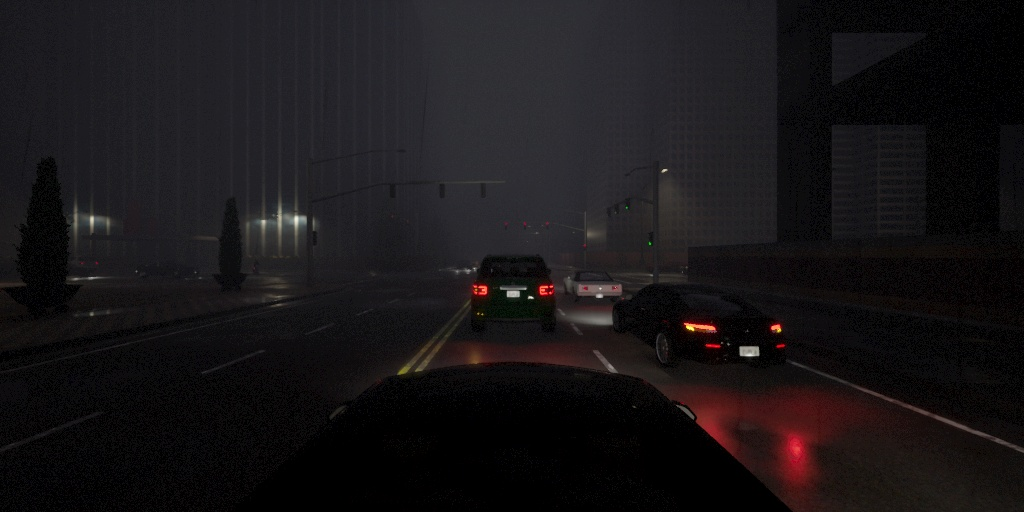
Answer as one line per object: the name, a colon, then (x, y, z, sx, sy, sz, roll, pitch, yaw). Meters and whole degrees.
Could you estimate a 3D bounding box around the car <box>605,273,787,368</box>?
car: (3.589, 1.276, 7.725, 1.812, 1.442, 4.674, 0, 0, 0)

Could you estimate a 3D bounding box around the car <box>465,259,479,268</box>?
car: (-7.028, 1.227, 63.020, 1.882, 1.535, 5.008, 0, 0, 0)

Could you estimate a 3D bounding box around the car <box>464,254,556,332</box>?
car: (0.057, 0.971, 10.968, 2.150, 2.045, 5.566, 0, 0, 1)

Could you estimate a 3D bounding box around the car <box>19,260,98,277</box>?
car: (-41.555, 1.314, 32.939, 4.181, 1.385, 1.994, 0, 0, 0)

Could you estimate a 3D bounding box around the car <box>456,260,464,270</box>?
car: (-7.062, 1.275, 53.684, 1.812, 1.442, 4.674, 0, 0, 0)

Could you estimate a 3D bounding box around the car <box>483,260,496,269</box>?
car: (-3.552, 1.350, 57.465, 1.895, 1.301, 4.718, 0, 0, 0)

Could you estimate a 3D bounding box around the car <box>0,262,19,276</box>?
car: (-50.681, 1.314, 36.518, 4.181, 1.385, 1.994, 0, 0, 3)

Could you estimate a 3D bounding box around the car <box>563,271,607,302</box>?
car: (3.593, 1.351, 16.887, 1.895, 1.301, 4.718, 0, 0, 0)

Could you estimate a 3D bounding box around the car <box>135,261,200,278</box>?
car: (-31.588, 1.241, 32.987, 4.902, 1.511, 2.128, 0, 0, 0)

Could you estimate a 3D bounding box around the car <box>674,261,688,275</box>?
car: (19.875, 1.351, 37.123, 4.718, 1.301, 1.895, 0, 0, 1)

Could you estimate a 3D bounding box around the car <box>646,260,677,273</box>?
car: (17.806, 1.227, 40.636, 5.008, 1.535, 1.882, 0, 0, 0)

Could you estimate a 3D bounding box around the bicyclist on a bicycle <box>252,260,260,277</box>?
bicyclist on a bicycle: (-24.647, 1.203, 34.507, 0.582, 1.620, 1.656, 0, 0, -13)

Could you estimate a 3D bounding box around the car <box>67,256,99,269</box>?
car: (-49.787, 0.971, 40.068, 5.566, 2.045, 2.150, 0, 0, 0)
